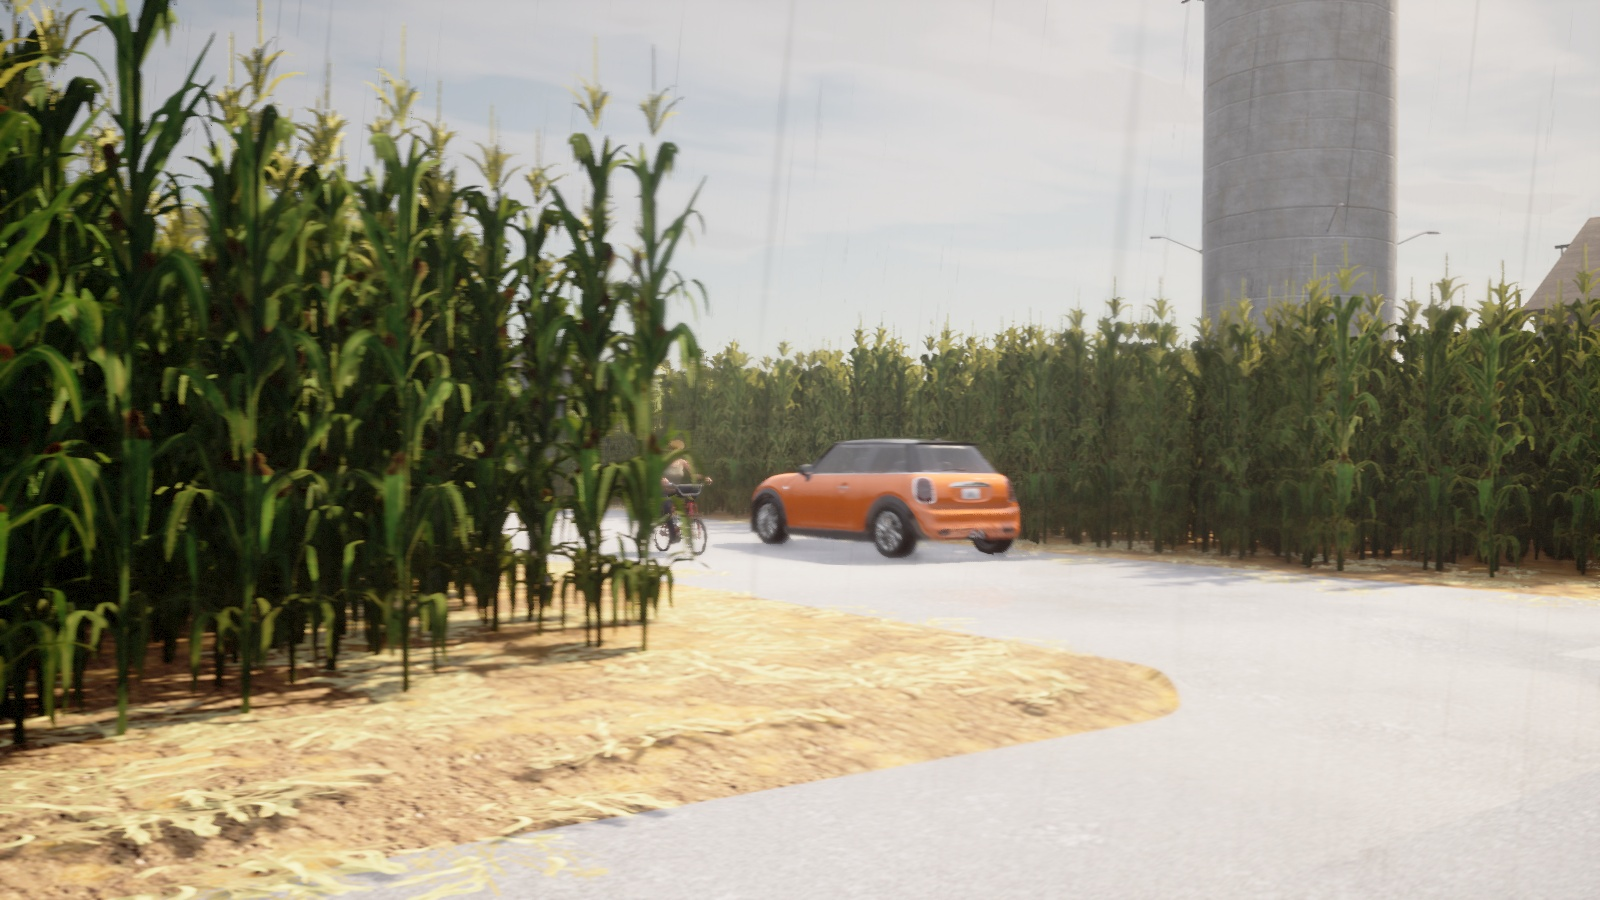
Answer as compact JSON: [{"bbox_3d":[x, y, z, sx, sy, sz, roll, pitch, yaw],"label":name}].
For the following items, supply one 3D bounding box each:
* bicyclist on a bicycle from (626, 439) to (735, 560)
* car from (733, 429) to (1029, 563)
[{"bbox_3d":[-1.682,0.664,17.534,0.866,1.612,1.509,1,-1,-35],"label":"bicyclist on a bicycle"},{"bbox_3d":[1.076,0.619,19.004,2.097,1.767,4.553,1,-1,-35],"label":"car"}]
